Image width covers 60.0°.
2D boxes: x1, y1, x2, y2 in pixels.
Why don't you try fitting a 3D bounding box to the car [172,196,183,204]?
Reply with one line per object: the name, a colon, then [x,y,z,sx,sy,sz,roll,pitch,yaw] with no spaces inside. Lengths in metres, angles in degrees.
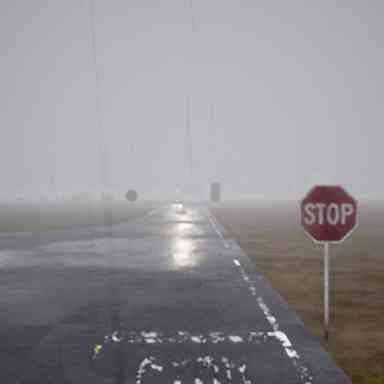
car: [-2.551,1.393,59.125,2.128,1.511,4.902,0,0,0]
